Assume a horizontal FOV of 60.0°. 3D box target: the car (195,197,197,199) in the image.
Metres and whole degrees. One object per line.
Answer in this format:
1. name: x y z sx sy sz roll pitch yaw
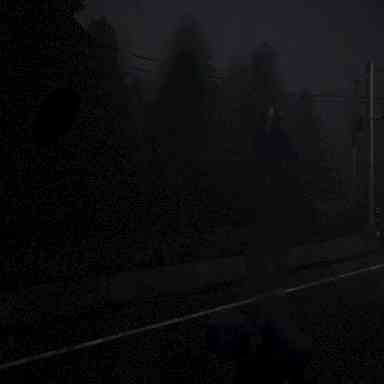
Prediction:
1. car: -0.165 1.601 65.211 4.718 1.301 1.895 0 0 27

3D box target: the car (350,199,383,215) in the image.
1. car: 17.936 1.505 33.493 1.837 1.490 4.892 0 0 -5
